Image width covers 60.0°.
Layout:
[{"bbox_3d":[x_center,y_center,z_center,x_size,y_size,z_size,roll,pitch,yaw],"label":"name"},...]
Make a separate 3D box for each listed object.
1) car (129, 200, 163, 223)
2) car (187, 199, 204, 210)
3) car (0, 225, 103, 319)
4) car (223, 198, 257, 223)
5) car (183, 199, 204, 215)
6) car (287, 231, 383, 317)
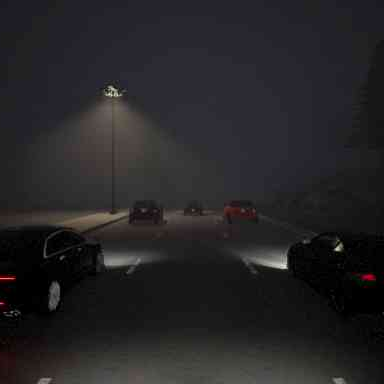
[{"bbox_3d":[-3.399,1.352,25.469,2.097,1.767,4.553,0,0,0],"label":"car"},{"bbox_3d":[0.489,1.601,43.330,1.895,1.301,4.718,0,0,4],"label":"car"},{"bbox_3d":[-3.400,1.505,7.408,1.837,1.490,4.892,0,0,0],"label":"car"},{"bbox_3d":[3.600,1.352,25.633,2.097,1.767,4.553,0,0,0],"label":"car"},{"bbox_3d":[0.116,1.526,33.701,1.812,1.442,4.674,0,0,0],"label":"car"},{"bbox_3d":[3.600,1.564,7.502,1.994,1.385,4.181,0,0,0],"label":"car"}]
